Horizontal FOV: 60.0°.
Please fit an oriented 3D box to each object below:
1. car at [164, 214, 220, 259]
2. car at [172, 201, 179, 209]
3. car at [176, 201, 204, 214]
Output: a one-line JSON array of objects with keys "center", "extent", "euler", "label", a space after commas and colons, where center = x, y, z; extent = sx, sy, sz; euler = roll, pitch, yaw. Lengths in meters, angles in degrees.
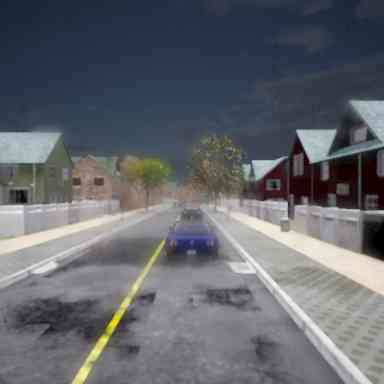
[{"center": [0.013, 1.750, 13.250], "extent": [1.895, 1.301, 4.718], "euler": [0, -1, 0], "label": "car"}, {"center": [-2.782, 2.442, 65.047], "extent": [2.128, 1.511, 4.902], "euler": [0, -1, 1], "label": "car"}, {"center": [0.014, 1.840, 28.524], "extent": [2.128, 1.511, 4.902], "euler": [0, -1, 0], "label": "car"}]
